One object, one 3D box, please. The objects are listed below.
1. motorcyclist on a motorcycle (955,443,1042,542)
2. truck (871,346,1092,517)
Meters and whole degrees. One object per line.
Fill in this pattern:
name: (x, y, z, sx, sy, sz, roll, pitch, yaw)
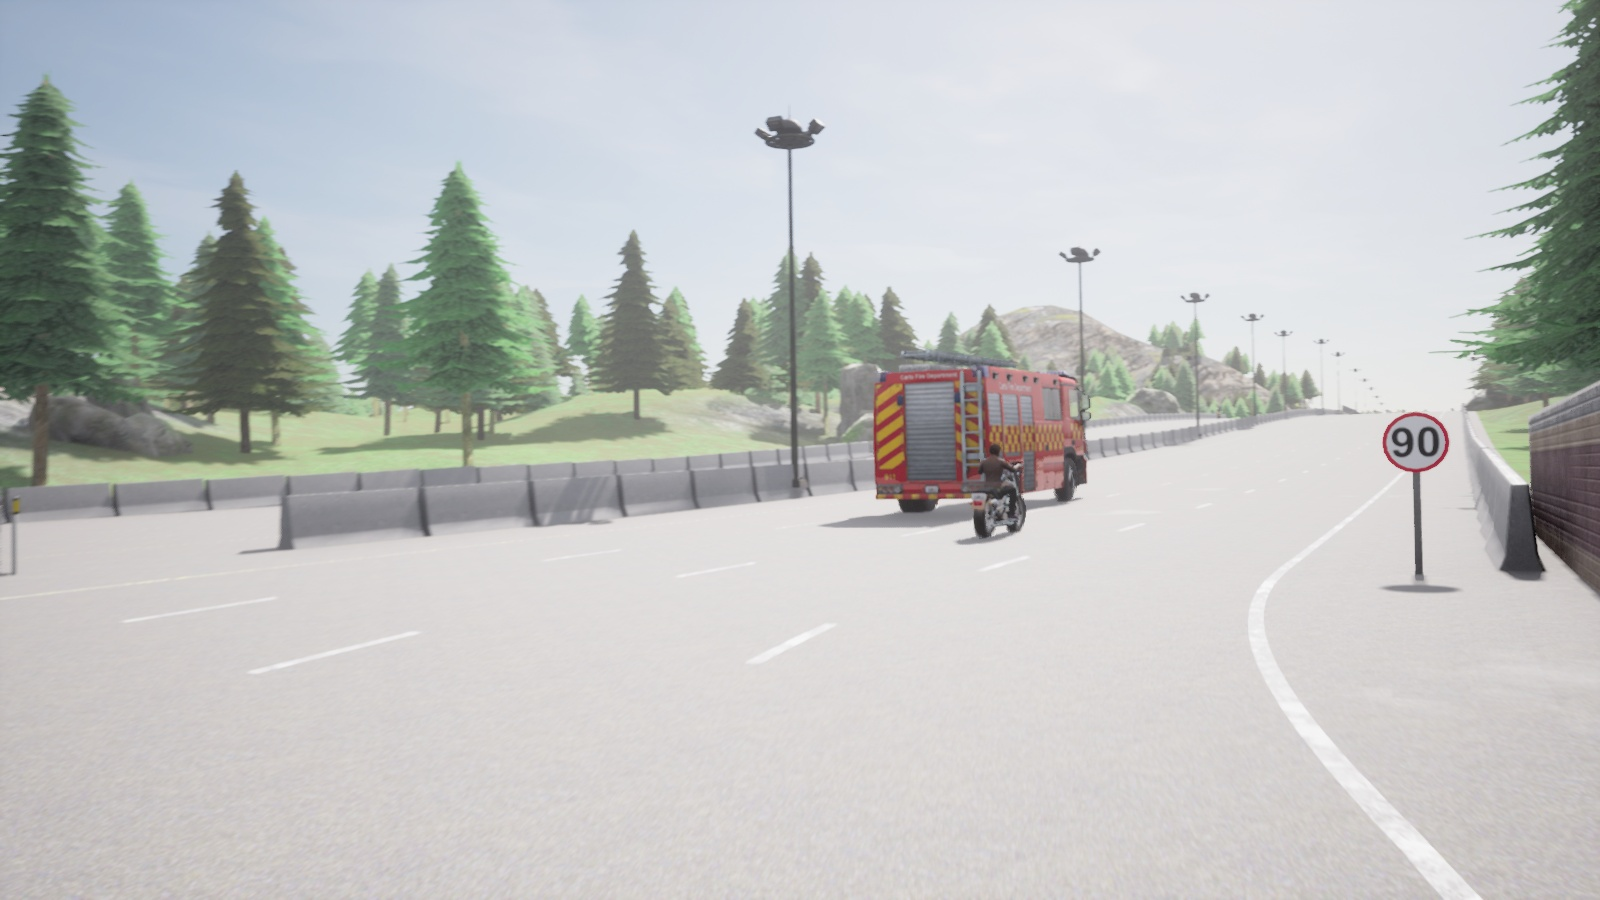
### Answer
motorcyclist on a motorcycle: (3.531, 0.718, 22.116, 0.766, 1.649, 2.350, -1, 0, 28)
truck: (4.963, -0.445, 32.422, 2.891, 3.827, 8.468, -2, 0, 28)
